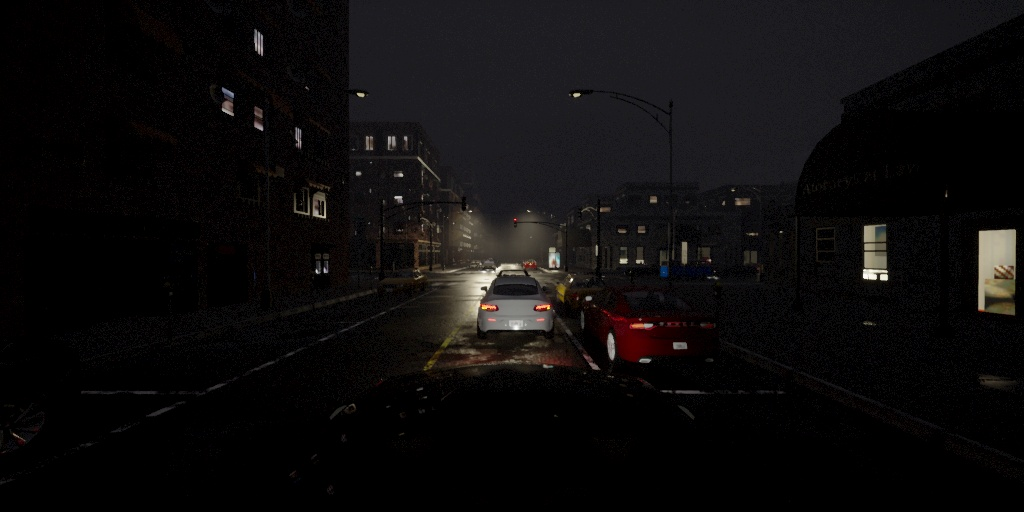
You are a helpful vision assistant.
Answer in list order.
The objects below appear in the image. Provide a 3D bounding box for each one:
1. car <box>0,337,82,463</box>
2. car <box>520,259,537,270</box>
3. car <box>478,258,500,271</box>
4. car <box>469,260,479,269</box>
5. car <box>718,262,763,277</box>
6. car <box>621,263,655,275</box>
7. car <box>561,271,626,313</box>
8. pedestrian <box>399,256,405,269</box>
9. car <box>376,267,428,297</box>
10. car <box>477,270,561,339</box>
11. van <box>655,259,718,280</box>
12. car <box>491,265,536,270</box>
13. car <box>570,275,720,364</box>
[{"bbox_3d":[-5.692,1.316,2.231,1.948,1.339,4.313,0,0,0],"label":"car"},{"bbox_3d":[2.594,1.213,51.803,1.967,1.591,4.097,0,0,0],"label":"car"},{"bbox_3d":[-3.193,1.320,50.827,2.033,1.411,5.357,0,0,0],"label":"car"},{"bbox_3d":[-5.798,1.331,57.472,2.007,1.370,4.403,0,0,0],"label":"car"},{"bbox_3d":[22.343,1.368,35.982,4.181,1.385,1.994,0,0,0],"label":"car"},{"bbox_3d":[13.424,1.382,35.902,4.718,1.301,1.895,0,0,-1],"label":"car"},{"bbox_3d":[2.667,1.276,13.805,1.751,1.417,4.829,0,0,0],"label":"car"},{"bbox_3d":[-12.707,0.831,41.188,0.375,1.860,0.375,0,0,-1],"label":"pedestrian"},{"bbox_3d":[-5.725,1.278,19.150,1.751,1.417,4.829,0,0,0],"label":"car"},{"bbox_3d":[0.084,1.276,9.952,1.812,1.442,4.674,0,0,0],"label":"car"},{"bbox_3d":[14.601,1.164,30.125,3.998,1.789,1.690,0,0,-1],"label":"van"},{"bbox_3d":[0.077,1.353,19.063,1.895,1.301,4.718,0,0,0],"label":"car"},{"bbox_3d":[2.678,1.295,7.938,1.888,1.381,4.507,0,0,0],"label":"car"}]
